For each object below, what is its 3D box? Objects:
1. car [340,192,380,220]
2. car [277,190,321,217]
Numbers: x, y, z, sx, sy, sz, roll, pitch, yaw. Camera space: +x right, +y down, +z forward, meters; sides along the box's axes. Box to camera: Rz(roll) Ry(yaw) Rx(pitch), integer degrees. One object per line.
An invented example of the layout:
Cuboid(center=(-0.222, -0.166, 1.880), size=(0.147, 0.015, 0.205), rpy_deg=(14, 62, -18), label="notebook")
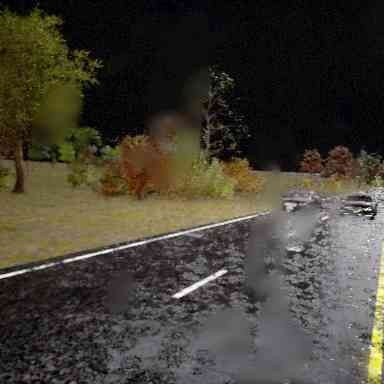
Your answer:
Cuboid(center=(10.635, 0.817, 21.051), size=(1.837, 1.490, 4.892), rpy_deg=(5, 4, 31), label="car")
Cuboid(center=(6.890, 0.607, 21.120), size=(2.128, 1.511, 4.902), rpy_deg=(5, 4, 31), label="car")
